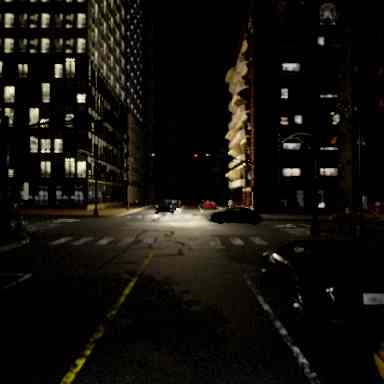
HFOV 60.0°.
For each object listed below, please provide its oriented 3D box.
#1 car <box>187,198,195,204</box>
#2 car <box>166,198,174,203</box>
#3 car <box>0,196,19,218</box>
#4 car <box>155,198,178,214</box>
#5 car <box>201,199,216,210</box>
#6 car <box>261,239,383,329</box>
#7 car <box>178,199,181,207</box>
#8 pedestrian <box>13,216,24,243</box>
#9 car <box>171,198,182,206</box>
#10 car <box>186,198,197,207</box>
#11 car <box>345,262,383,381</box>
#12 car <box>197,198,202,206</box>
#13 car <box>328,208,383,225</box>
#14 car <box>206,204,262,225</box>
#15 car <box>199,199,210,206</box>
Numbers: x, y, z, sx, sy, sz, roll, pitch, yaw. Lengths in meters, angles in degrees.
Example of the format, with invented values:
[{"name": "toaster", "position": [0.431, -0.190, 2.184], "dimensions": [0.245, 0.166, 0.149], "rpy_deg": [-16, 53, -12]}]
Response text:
[{"name": "car", "position": [-0.194, 2.273, 81.987], "dimensions": [1.994, 1.385, 4.181], "rpy_deg": [0, -1, 0]}, {"name": "car", "position": [-5.904, 2.347, 90.121], "dimensions": [2.008, 1.369, 4.403], "rpy_deg": [0, -1, 0]}, {"name": "car", "position": [-17.762, 1.273, 28.979], "dimensions": [5.009, 1.841, 2.192], "rpy_deg": [1, -2, -1]}, {"name": "car", "position": [-3.190, 1.693, 39.889], "dimensions": [2.097, 1.767, 4.553], "rpy_deg": [0, -1, 0]}, {"name": "car", "position": [2.625, 2.003, 48.983], "dimensions": [1.802, 1.307, 4.206], "rpy_deg": [0, -1, 0]}, {"name": "car", "position": [2.675, 1.625, 6.962], "dimensions": [1.947, 1.339, 4.313], "rpy_deg": [0, 0, 0]}, {"name": "car", "position": [-3.211, 1.912, 48.936], "dimensions": [2.128, 1.511, 4.902], "rpy_deg": [0, -1, 0]}, {"name": "pedestrian", "position": [-7.490, 1.260, 14.403], "dimensions": [0.375, 1.860, 0.375], "rpy_deg": [0, -1, 0]}, {"name": "car", "position": [-3.164, 2.074, 68.465], "dimensions": [1.882, 1.535, 5.008], "rpy_deg": [0, -1, 0]}, {"name": "car", "position": [-0.054, 2.122, 64.378], "dimensions": [1.994, 1.385, 4.181], "rpy_deg": [0, -1, 0]}, {"name": "car", "position": [2.689, 1.538, 1.449], "dimensions": [1.752, 1.417, 4.829], "rpy_deg": [0, 0, 0]}, {"name": "car", "position": [2.544, 2.087, 61.900], "dimensions": [2.008, 1.369, 4.403], "rpy_deg": [0, -1, 0]}, {"name": "car", "position": [14.573, 2.079, 29.327], "dimensions": [4.829, 1.417, 1.752], "rpy_deg": [1, -2, -1]}, {"name": "car", "position": [3.453, 1.885, 26.601], "dimensions": [4.181, 1.385, 1.994], "rpy_deg": [1, -1, -1]}, {"name": "car", "position": [2.531, 2.138, 67.548], "dimensions": [2.008, 1.369, 4.403], "rpy_deg": [0, -1, 0]}]
